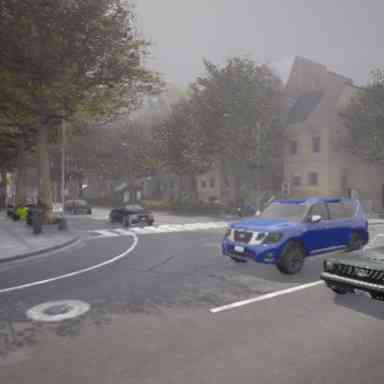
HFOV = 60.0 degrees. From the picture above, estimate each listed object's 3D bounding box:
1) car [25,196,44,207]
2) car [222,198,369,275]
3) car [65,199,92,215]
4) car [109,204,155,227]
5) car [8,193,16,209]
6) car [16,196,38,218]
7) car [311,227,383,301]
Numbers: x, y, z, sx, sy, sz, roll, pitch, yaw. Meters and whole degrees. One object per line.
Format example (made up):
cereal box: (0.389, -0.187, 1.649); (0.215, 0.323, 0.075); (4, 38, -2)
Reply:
car: (-25.200, 1.481, 53.175); (1.882, 1.535, 5.008); (0, 0, -35)
car: (3.561, 1.224, 10.832); (5.566, 2.045, 2.150); (0, 0, -36)
car: (-11.733, 1.503, 34.020); (1.837, 1.490, 4.892); (0, 2, -35)
car: (-4.258, 1.567, 23.285); (1.994, 1.385, 4.181); (0, 0, -33)
car: (-24.266, 1.231, 46.625); (2.435, 2.045, 5.566); (0, 0, -35)
car: (-16.446, 1.483, 34.560); (2.231, 1.521, 4.892); (0, 0, -35)
car: (5.013, 1.604, 7.568); (4.718, 1.301, 1.895); (0, 0, -35)
